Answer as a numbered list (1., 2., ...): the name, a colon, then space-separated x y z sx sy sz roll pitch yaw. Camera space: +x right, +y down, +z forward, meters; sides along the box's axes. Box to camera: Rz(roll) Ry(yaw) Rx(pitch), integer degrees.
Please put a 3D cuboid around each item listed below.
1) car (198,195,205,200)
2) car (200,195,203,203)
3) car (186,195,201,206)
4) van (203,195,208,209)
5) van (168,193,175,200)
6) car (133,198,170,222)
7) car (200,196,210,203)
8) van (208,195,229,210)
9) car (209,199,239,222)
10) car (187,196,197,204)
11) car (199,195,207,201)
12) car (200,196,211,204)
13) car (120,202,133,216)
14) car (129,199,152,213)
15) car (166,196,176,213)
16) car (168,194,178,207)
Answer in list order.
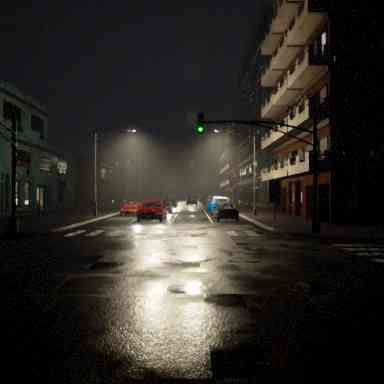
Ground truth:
1. car: 2.666 1.474 93.255 2.008 1.369 4.403 1 0 0
2. car: 2.681 1.503 54.359 1.752 1.417 4.829 1 0 0
3. car: -0.022 1.524 55.770 2.033 1.411 5.357 0 0 0
4. van: 2.688 1.328 43.028 1.690 1.788 3.998 1 0 0
5. van: -5.710 1.265 93.210 1.690 1.788 3.998 1 0 0
6. car: -3.098 1.473 26.338 1.882 1.535 5.008 0 0 0
7. car: 2.674 1.524 70.932 1.947 1.339 4.313 1 0 0
8. van: 2.692 1.334 31.866 1.690 1.788 3.998 1 0 0
9. car: 2.692 1.547 26.286 2.008 1.369 4.403 1 0 0
10. car: -0.027 1.512 66.193 2.033 1.411 5.357 0 0 0
11. car: 2.671 1.486 82.094 1.887 1.381 4.507 1 0 0
12. car: 2.676 1.532 65.351 1.947 1.339 4.313 1 0 0
13. car: -5.692 1.575 31.827 1.802 1.307 4.206 1 0 0
14. car: -5.693 1.535 37.408 1.887 1.381 4.507 1 0 0
15. car: -3.101 1.495 36.381 1.837 1.490 4.892 0 0 0
16. car: -3.102 1.475 48.462 2.128 1.511 4.902 0 0 0
